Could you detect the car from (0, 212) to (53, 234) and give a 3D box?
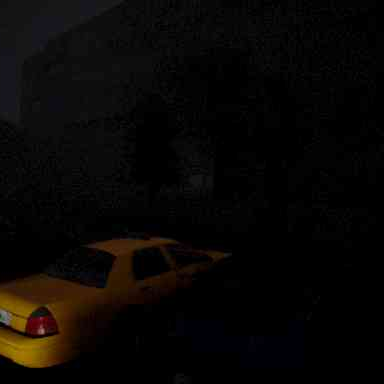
[{"bbox_3d":[-5.493,1.321,9.161,2.185,1.767,4.553,0,0,36],"label":"car"}]

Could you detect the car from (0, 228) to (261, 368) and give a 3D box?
[{"bbox_3d":[-0.817,1.463,6.092,1.946,1.575,5.366,0,0,36],"label":"car"}]
